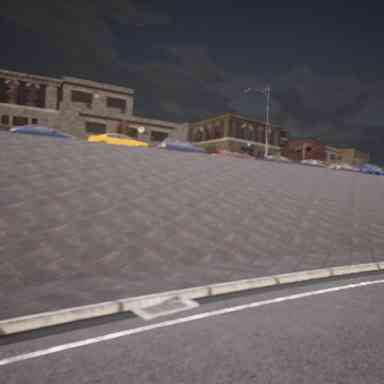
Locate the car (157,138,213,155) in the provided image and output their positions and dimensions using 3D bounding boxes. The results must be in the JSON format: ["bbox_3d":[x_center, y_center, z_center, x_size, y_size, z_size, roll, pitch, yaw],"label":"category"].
[{"bbox_3d":[-0.883,-3.732,29.381,4.553,1.767,2.185,3,-1,-27],"label":"car"}]

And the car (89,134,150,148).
[{"bbox_3d":[-5.816,-3.866,26.894,5.008,1.535,2.097,3,-1,-25],"label":"car"}]

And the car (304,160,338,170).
[{"bbox_3d":[13.640,-2.824,37.509,4.892,1.521,2.231,3,-1,-30],"label":"car"}]

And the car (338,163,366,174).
[{"bbox_3d":[18.433,-2.667,40.472,4.553,1.767,2.185,3,-1,-32],"label":"car"}]

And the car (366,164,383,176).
[{"bbox_3d":[23.149,-2.489,43.508,5.566,2.045,2.435,4,-2,-33],"label":"car"}]

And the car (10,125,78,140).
[{"bbox_3d":[-10.818,-4.086,24.504,4.674,1.452,2.002,3,-1,-24],"label":"car"}]

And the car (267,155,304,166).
[{"bbox_3d":[8.969,-3.040,34.764,4.674,1.452,2.002,3,-1,-29],"label":"car"}]

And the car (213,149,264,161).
[{"bbox_3d":[4.157,-3.309,32.074,4.792,1.488,2.163,3,-1,-28],"label":"car"}]
